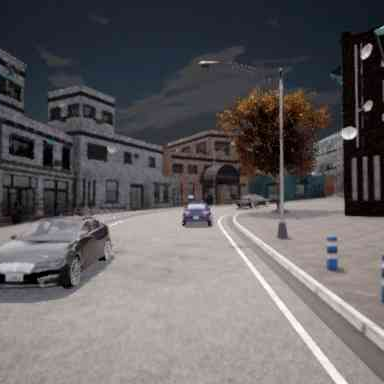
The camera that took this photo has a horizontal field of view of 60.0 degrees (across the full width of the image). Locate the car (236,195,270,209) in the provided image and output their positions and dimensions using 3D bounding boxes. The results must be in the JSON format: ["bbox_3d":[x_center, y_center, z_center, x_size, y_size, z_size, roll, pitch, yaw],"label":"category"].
[{"bbox_3d":[6.997,1.046,37.719,2.128,1.511,4.902,-2,0,44],"label":"car"}]

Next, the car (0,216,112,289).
[{"bbox_3d":[-3.577,1.449,9.177,2.128,1.511,4.902,0,0,0],"label":"car"}]

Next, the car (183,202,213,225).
[{"bbox_3d":[0.408,1.384,22.666,1.812,1.442,4.674,0,0,4],"label":"car"}]
